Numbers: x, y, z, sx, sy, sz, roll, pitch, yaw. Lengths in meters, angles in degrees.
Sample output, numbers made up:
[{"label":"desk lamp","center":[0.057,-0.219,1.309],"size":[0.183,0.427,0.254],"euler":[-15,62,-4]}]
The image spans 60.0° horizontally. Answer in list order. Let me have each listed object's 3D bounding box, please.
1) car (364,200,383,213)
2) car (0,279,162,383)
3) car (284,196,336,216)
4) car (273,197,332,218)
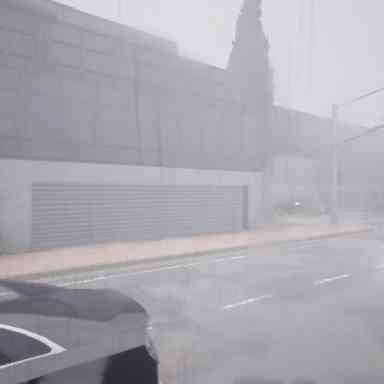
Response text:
[{"label":"car","center":[20.316,1.504,34.079],"size":[1.837,1.490,4.892],"euler":[0,0,-37]},{"label":"car","center":[-2.554,1.491,2.177],"size":[4.902,1.511,2.128],"euler":[0,0,-35]},{"label":"car","center":[11.789,1.352,33.423],"size":[2.097,1.767,4.553],"euler":[0,0,-37]},{"label":"car","center":[9.700,1.491,30.366],"size":[2.128,1.511,4.902],"euler":[0,0,-37]}]
